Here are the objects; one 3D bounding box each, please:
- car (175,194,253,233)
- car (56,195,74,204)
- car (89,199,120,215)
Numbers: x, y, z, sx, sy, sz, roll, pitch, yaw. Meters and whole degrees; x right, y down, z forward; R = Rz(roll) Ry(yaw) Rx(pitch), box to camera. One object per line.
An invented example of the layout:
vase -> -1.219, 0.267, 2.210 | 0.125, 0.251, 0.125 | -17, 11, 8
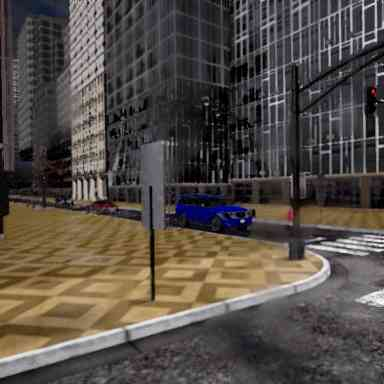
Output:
car -> 1.114, 1.186, 20.033 | 2.150, 2.045, 5.566 | -1, 1, -35
car -> -18.284, 1.162, 47.624 | 1.837, 1.490, 4.892 | -1, 1, -35
car -> -9.147, 1.516, 34.557 | 1.812, 1.442, 4.674 | -1, 1, -35
